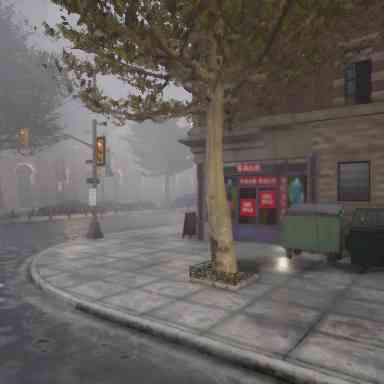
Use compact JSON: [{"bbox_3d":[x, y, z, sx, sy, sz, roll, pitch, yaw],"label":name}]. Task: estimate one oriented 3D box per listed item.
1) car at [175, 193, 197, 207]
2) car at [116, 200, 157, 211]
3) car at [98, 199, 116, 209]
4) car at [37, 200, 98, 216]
[{"bbox_3d":[-0.258,1.221,49.902,2.150,2.045,5.566,0,0,36],"label":"car"},{"bbox_3d":[-6.600,1.601,41.234,1.895,1.301,4.718,0,0,36],"label":"car"},{"bbox_3d":[-11.998,1.595,45.119,1.895,1.301,4.718,0,0,36],"label":"car"},{"bbox_3d":[-12.499,1.547,33.152,2.033,1.411,5.357,0,0,36],"label":"car"}]
